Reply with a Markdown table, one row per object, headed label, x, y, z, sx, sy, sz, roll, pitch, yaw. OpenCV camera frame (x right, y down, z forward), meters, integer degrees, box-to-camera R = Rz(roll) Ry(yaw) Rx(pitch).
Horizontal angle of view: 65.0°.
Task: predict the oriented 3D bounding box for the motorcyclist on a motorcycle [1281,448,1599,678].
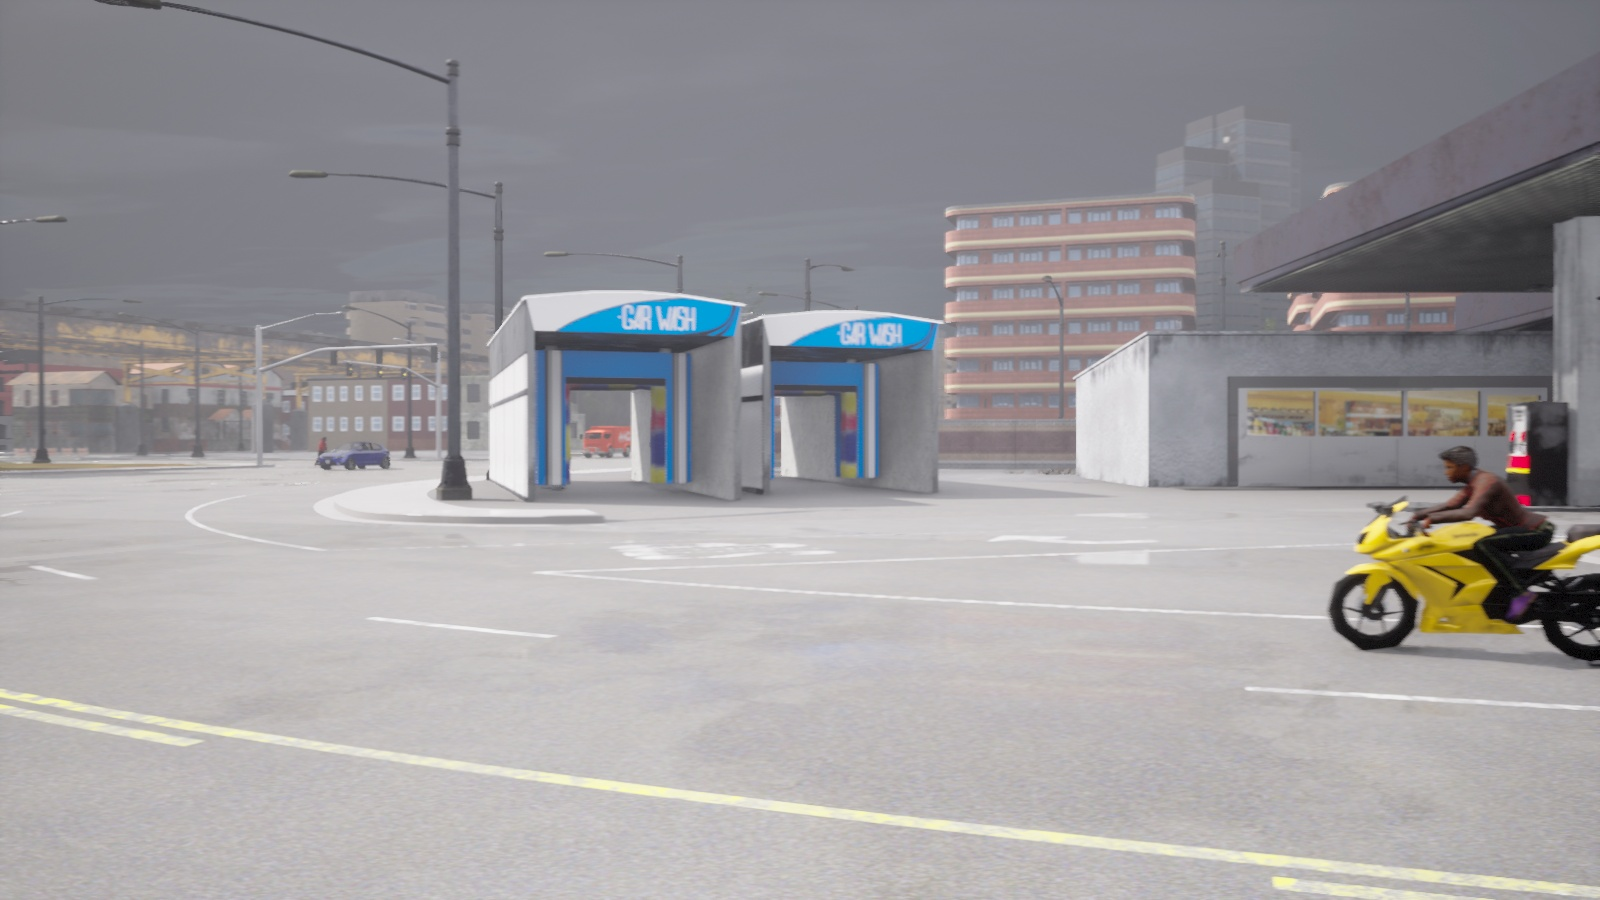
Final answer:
| label | x | y | z | sx | sy | sz | roll | pitch | yaw |
| --- | --- | --- | --- | --- | --- | --- | --- | --- | --- |
| motorcyclist on a motorcycle | 4.605 | 0.760 | 9.115 | 2.044 | 1.523 | 0.797 | 1 | 0 | 19 |

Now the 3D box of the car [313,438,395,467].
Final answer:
| label | x | y | z | sx | sy | sz | roll | pitch | yaw |
| --- | --- | --- | --- | --- | --- | --- | --- | --- | --- |
| car | -23.242 | 0.110 | 65.639 | 1.816 | 1.474 | 4.193 | 1 | 1 | 20 |
